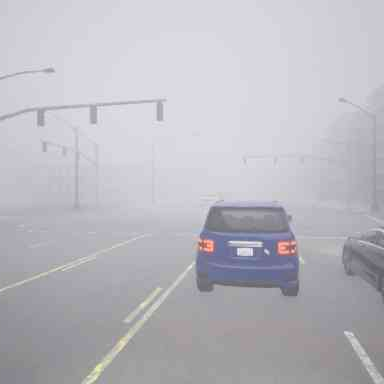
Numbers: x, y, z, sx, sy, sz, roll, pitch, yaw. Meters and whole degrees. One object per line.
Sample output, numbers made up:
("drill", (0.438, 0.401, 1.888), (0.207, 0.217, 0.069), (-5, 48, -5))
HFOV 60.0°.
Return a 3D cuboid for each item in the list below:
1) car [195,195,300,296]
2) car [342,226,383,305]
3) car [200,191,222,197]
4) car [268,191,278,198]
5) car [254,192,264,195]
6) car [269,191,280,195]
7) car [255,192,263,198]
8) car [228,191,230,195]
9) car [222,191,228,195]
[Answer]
("car", (1.507, 1.221, 8.903), (2.150, 2.045, 5.566), (0, 0, 11))
("car", (4.775, 1.492, 7.383), (2.128, 1.511, 4.902), (0, 0, 11))
("car", (2.470, 1.079, 47.455), (2.150, 2.045, 5.566), (0, 1, 11))
("car", (20.677, 0.552, 84.966), (2.097, 1.767, 4.553), (0, 1, 11))
("car", (15.223, 0.860, 75.415), (1.837, 1.490, 4.892), (0, 1, 11))
("car", (18.702, 0.881, 74.961), (2.128, 1.511, 4.902), (0, 1, 11))
("car", (17.170, 0.755, 85.272), (1.994, 1.385, 4.181), (0, 1, 11))
("car", (6.588, 0.741, 67.884), (2.150, 2.045, 5.566), (0, 1, 12))
("car", (4.492, 0.926, 57.643), (2.150, 2.045, 5.566), (0, 1, 11))
